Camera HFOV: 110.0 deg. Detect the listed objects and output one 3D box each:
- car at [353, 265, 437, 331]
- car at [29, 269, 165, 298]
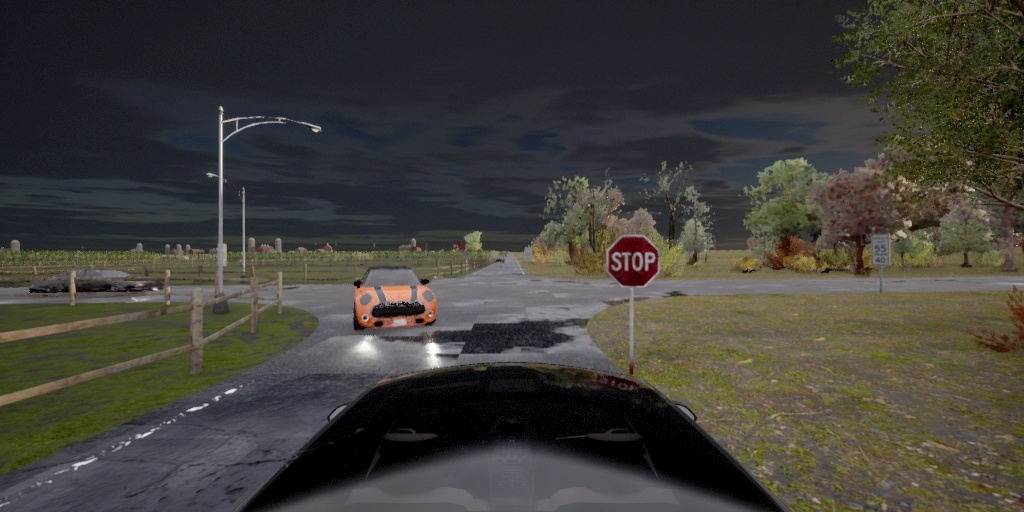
[{"bbox_3d":[-3.751,1.104,11.183,2.097,1.767,4.553,0,0,-24],"label":"car"},{"bbox_3d":[-21.606,1.396,18.873,5.357,1.411,2.033,0,0,-4],"label":"car"}]
